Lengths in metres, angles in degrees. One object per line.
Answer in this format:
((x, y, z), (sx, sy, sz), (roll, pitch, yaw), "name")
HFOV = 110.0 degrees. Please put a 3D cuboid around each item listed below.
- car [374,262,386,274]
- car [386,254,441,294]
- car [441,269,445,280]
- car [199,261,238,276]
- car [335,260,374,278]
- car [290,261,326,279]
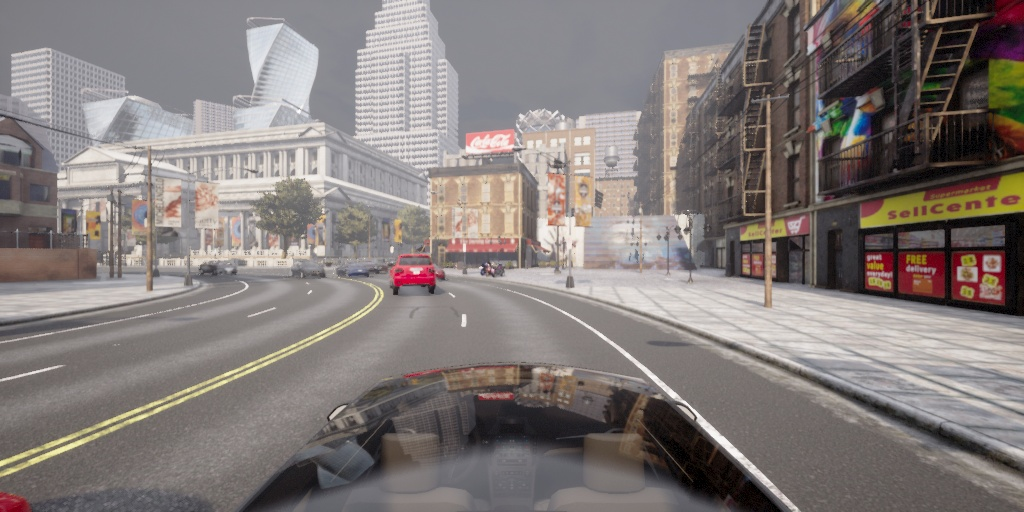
((-16.541, 1.287, 40.078), (5.357, 1.411, 2.033), (0, 0, 40), "car")
((-5.765, 0.960, 20.392), (2.150, 2.045, 5.566), (0, -1, -22), "car")
((-7.149, 1.306, 29.811), (1.994, 1.385, 4.181), (0, 0, -34), "car")
((-30.054, 1.232, 36.646), (4.902, 1.511, 2.128), (0, 0, 29), "car")
((-15.287, 1.305, 34.179), (1.994, 1.385, 4.181), (0, 0, -45), "car")
((-18.300, 1.246, 32.088), (4.892, 1.490, 1.837), (0, 0, 43), "car")
